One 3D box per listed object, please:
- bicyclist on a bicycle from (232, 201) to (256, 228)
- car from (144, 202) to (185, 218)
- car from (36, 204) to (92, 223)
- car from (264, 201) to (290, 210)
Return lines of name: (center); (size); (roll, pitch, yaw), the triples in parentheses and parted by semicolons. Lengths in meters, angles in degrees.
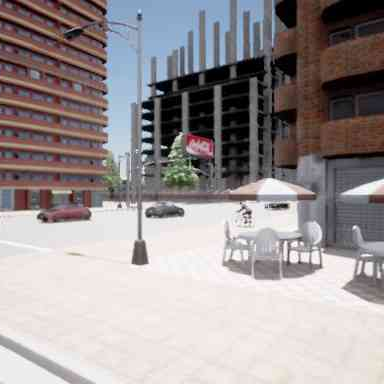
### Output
bicyclist on a bicycle: (3.173, 1.382, 20.571); (1.656, 1.620, 0.582); (0, 0, 36)
car: (-2.506, 1.665, 31.149); (1.994, 1.385, 4.181); (0, 0, 36)
car: (-10.197, 1.667, 26.756); (1.994, 1.385, 4.181); (0, 0, 36)
car: (11.446, 1.708, 44.622); (1.895, 1.301, 4.718); (0, 0, 36)
